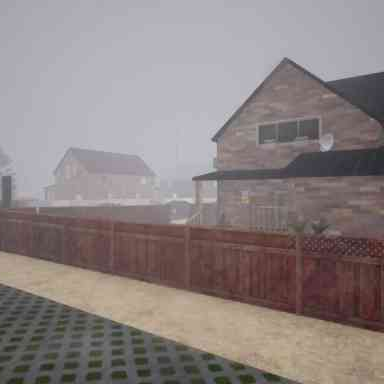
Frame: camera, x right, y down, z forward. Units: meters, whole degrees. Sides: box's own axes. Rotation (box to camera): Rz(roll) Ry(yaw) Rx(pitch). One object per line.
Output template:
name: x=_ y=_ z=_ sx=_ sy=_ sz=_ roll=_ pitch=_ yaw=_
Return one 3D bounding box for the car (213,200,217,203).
car: x=4.161 y=1.744 z=46.159 sx=1.882 sy=1.535 sz=5.008 roll=0 pitch=0 yaw=36

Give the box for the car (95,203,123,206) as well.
car: x=-7.607 y=1.680 z=29.663 sx=2.033 sy=1.411 sz=5.357 roll=0 pitch=0 yaw=36

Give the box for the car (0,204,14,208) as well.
car: x=-13.252 y=1.579 z=21.633 sx=1.837 sy=1.490 sz=4.892 roll=0 pitch=0 yaw=34

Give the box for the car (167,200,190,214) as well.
car: x=-1.793 y=1.701 z=37.833 sx=1.837 sy=1.490 sz=4.892 roll=0 pitch=0 yaw=35
